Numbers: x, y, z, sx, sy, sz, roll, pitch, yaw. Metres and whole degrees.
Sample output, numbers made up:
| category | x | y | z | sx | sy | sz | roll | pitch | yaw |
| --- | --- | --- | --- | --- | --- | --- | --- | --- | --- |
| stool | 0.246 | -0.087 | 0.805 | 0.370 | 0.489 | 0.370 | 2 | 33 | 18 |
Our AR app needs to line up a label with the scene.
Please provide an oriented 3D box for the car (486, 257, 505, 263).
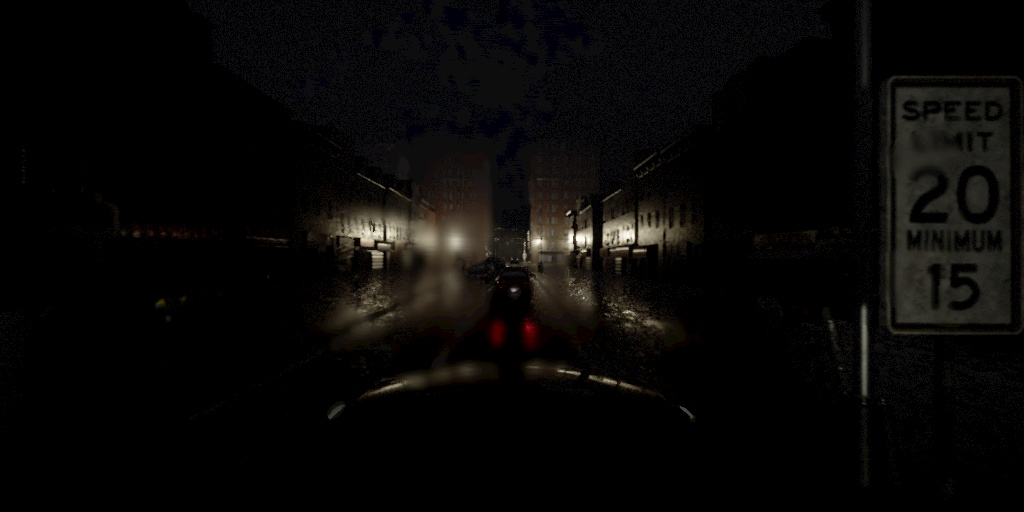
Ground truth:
| category | x | y | z | sx | sy | sz | roll | pitch | yaw |
| --- | --- | --- | --- | --- | --- | --- | --- | --- | --- |
| car | -2.349 | 1.057 | 43.847 | 2.192 | 1.841 | 5.009 | 0 | 0 | 0 |

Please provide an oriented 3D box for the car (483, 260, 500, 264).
| category | x | y | z | sx | sy | sz | roll | pitch | yaw |
| --- | --- | --- | --- | --- | --- | --- | --- | --- | --- |
| car | -2.430 | 1.279 | 32.620 | 2.007 | 1.370 | 4.403 | 0 | 0 | 0 |

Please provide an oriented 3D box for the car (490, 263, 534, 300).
| category | x | y | z | sx | sy | sz | roll | pitch | yaw |
| --- | --- | --- | --- | --- | --- | --- | --- | --- | --- |
| car | 0.101 | 1.268 | 17.704 | 1.812 | 1.442 | 4.674 | 0 | 0 | 0 |

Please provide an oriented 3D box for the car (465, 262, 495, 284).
| category | x | y | z | sx | sy | sz | roll | pitch | yaw |
| --- | --- | --- | --- | --- | --- | --- | --- | --- | --- |
| car | -2.471 | 1.308 | 27.007 | 1.802 | 1.307 | 4.207 | 0 | 0 | 0 |
